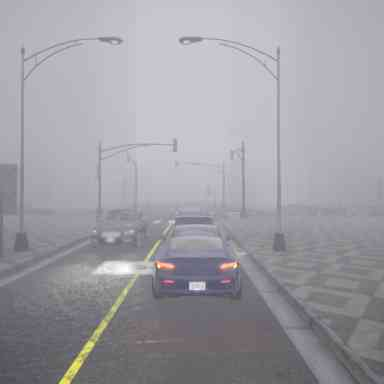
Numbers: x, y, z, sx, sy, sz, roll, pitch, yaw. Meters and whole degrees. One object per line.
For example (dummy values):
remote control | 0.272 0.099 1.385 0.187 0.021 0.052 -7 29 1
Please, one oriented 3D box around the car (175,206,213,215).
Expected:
car | 0.103 1.483 17.633 1.882 1.535 5.008 0 0 0

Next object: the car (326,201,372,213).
car | 18.010 1.694 38.293 4.403 1.369 2.008 0 -1 0

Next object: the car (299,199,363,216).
car | 12.337 1.544 29.751 4.403 1.369 2.008 0 -1 0

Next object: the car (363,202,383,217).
car | 18.007 1.579 29.769 4.313 1.339 1.947 0 -1 0

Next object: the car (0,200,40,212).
car | -20.151 1.580 38.173 4.403 1.369 2.008 0 -1 0

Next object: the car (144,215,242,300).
car | 0.105 1.528 8.292 1.812 1.442 4.674 0 0 0

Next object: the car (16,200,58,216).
car | -14.583 1.437 29.667 4.829 1.417 1.752 0 -1 0

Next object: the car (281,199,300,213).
car | 12.340 1.563 38.277 4.097 1.590 1.967 0 -1 0

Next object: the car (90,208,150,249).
car | -2.996 1.497 14.657 2.128 1.511 4.902 0 0 0
